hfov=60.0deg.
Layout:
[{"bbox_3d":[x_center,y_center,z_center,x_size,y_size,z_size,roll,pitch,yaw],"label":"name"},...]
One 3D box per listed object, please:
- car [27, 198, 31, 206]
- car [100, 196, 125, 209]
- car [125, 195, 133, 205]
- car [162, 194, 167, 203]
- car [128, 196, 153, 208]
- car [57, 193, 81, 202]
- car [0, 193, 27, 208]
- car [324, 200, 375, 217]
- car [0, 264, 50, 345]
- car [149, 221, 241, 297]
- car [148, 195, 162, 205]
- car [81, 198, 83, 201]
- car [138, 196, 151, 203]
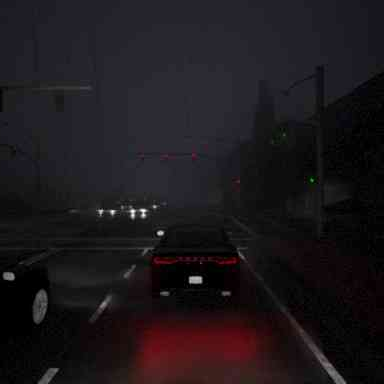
[{"bbox_3d":[-24.888,1.141,46.984,3.866,1.878,1.905,0,0,0],"label":"car"},{"bbox_3d":[-10.705,1.490,44.077,1.837,1.490,4.892,0,0,1],"label":"car"},{"bbox_3d":[-10.457,1.335,55.073,2.097,1.767,4.553,0,0,2],"label":"car"},{"bbox_3d":[-6.456,1.329,70.788,2.097,1.767,4.553,0,0,2],"label":"car"},{"bbox_3d":[-7.157,1.586,46.711,1.895,1.301,4.718,0,0,1],"label":"car"},{"bbox_3d":[-24.903,1.135,66.608,3.866,1.878,1.905,0,0,0],"label":"car"},{"bbox_3d":[-24.946,1.139,44.090,4.605,1.855,1.932,0,0,0],"label":"car"},{"bbox_3d":[14.247,1.468,30.887,5.008,1.535,1.882,0,0,0],"label":"car"},{"bbox_3d":[-3.440,1.476,3.903,1.882,1.535,5.008,0,0,0],"label":"car"},{"bbox_3d":[0.070,1.475,8.634,1.882,1.535,5.008,0,0,0],"label":"car"},{"bbox_3d":[-6.910,1.338,56.523,2.097,1.767,4.553,0,0,2],"label":"car"},{"bbox_3d":[-24.888,1.373,69.503,3.806,1.475,1.970,0,0,0],"label":"car"},{"bbox_3d":[-9.980,1.500,69.937,1.812,1.442,4.674,0,0,2],"label":"car"}]
